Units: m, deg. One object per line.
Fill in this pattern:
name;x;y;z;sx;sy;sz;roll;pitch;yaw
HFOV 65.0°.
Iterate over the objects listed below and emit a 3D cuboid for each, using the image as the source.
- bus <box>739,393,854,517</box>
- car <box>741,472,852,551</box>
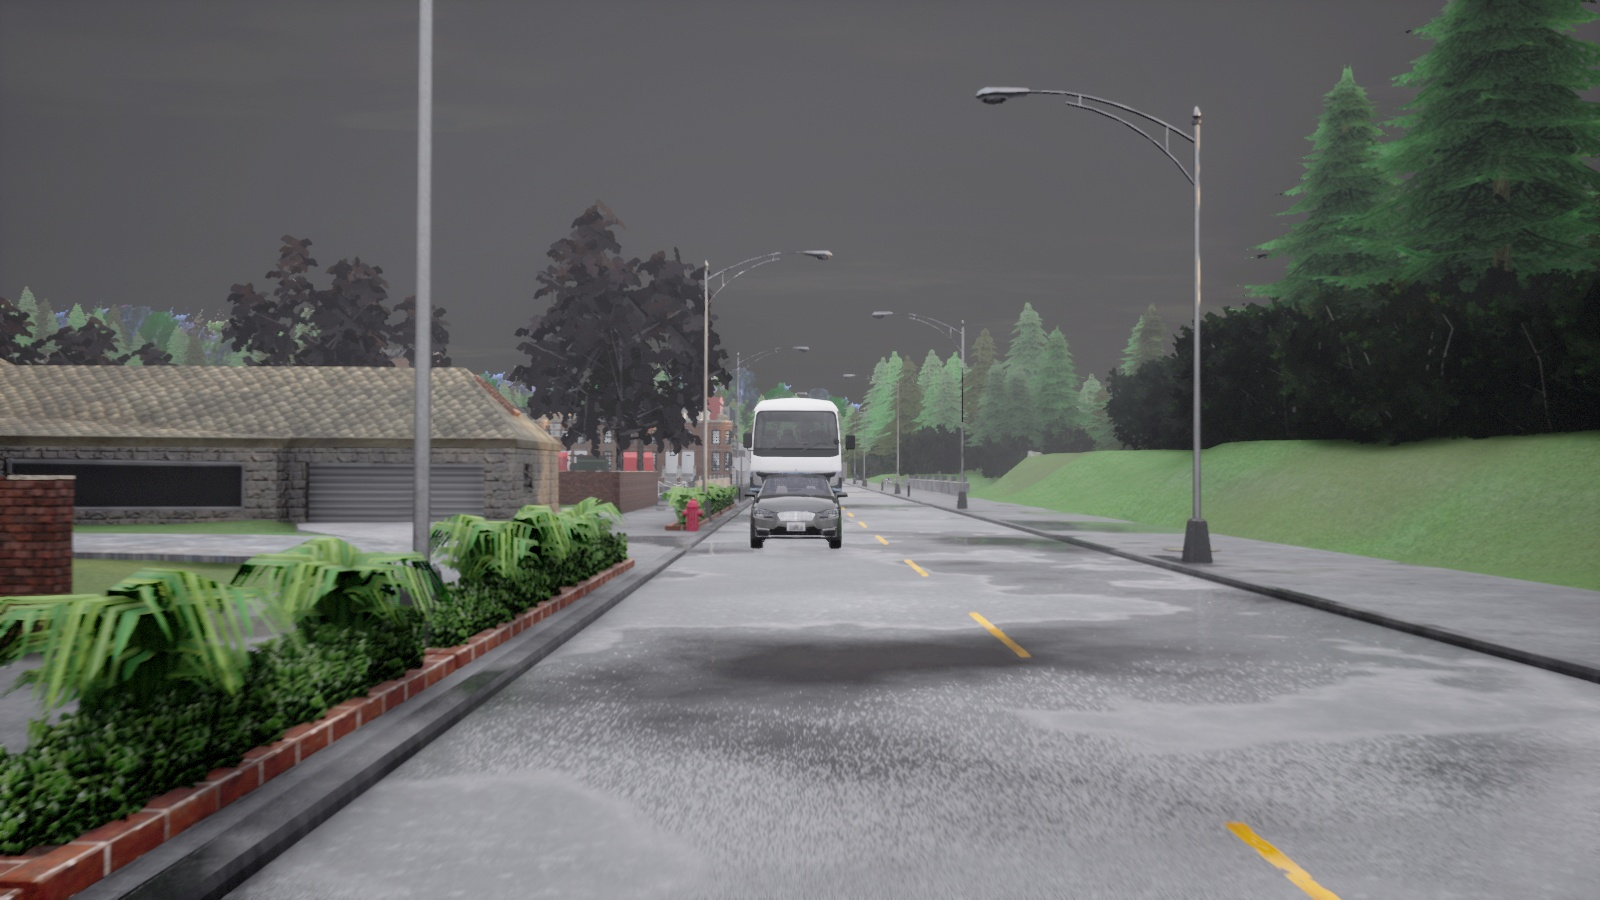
bus;-0.151;0.247;48.307;3.944;4.253;10.273;0;-1;0
car;-0.073;1.216;26.557;2.128;1.511;4.902;0;-1;0
